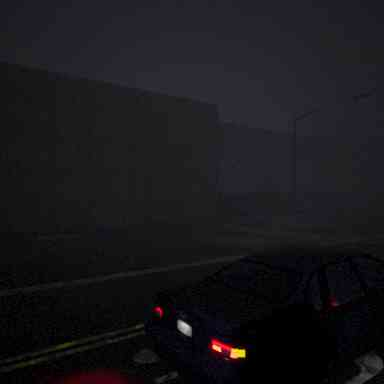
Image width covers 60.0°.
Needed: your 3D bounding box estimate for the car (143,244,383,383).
[{"bbox_3d":[1.963,1.558,5.138,5.357,1.411,2.033,0,0,-35],"label":"car"}]
